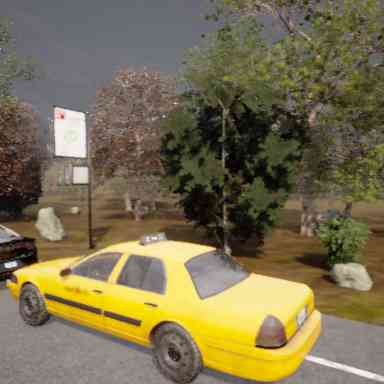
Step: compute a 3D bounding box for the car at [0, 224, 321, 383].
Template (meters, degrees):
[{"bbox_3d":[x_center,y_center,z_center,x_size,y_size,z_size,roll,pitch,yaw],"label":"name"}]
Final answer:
[{"bbox_3d":[-0.859,1.428,5.331,5.366,1.575,1.801,0,1,33],"label":"car"}]
